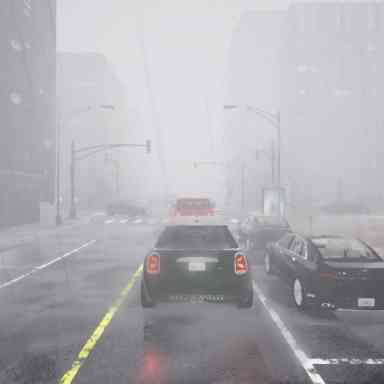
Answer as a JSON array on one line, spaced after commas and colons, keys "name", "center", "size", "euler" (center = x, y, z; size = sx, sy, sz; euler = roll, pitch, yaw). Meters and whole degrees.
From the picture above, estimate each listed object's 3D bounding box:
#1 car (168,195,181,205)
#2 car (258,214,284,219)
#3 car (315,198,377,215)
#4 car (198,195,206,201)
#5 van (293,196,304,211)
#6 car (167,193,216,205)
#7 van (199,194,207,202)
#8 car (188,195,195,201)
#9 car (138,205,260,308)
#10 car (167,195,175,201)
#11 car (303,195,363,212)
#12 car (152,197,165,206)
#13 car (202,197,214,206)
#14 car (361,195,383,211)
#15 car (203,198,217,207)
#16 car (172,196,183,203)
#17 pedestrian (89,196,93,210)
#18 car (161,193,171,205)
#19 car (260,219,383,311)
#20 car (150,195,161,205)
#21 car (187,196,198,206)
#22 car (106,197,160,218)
[{"name": "car", "center": [-3.088, 1.375, 60.590], "size": [2.097, 1.767, 4.553], "euler": [0, 0, 0]}, {"name": "car", "center": [2.826, 1.555, 13.139], "size": [2.008, 1.369, 4.403], "euler": [1, 0, 0]}, {"name": "car", "center": [13.694, 1.413, 29.773], "size": [4.206, 1.307, 1.802], "euler": [0, 0, 0]}, {"name": "car", "center": [2.673, 1.581, 90.329], "size": [1.887, 1.381, 4.507], "euler": [1, 0, 0]}, {"name": "van", "center": [13.752, 1.296, 38.155], "size": [3.998, 1.788, 1.690], "euler": [0, 0, 0]}, {"name": "car", "center": [0.082, 1.227, 17.536], "size": [2.150, 2.045, 5.566], "euler": [0, 0, 0]}, {"name": "van", "center": [2.679, 1.373, 79.188], "size": [1.690, 1.788, 3.998], "euler": [1, 0, 0]}, {"name": "car", "center": [-0.029, 1.561, 90.370], "size": [1.812, 1.442, 4.674], "euler": [0, 0, 0]}, {"name": "car", "center": [0.098, 1.354, 8.065], "size": [2.097, 1.767, 4.553], "euler": [0, 0, 0]}, {"name": "car", "center": [-5.708, 1.603, 90.366], "size": [1.947, 1.339, 4.313], "euler": [1, 0, 0]}, {"name": "car", "center": [14.977, 1.385, 35.553], "size": [5.008, 1.535, 1.882], "euler": [0, -1, 2]}, {"name": "car", "center": [-5.697, 1.566, 56.940], "size": [1.887, 1.381, 4.507], "euler": [1, 0, 0]}, {"name": "car", "center": [2.683, 1.603, 56.902], "size": [1.802, 1.307, 4.206], "euler": [1, 0, 0]}, {"name": "car", "center": [19.279, 1.228, 38.117], "size": [5.009, 1.841, 2.192], "euler": [0, 0, 0]}, {"name": "car", "center": [2.685, 1.585, 51.331], "size": [1.947, 1.339, 4.313], "euler": [1, 0, 0]}, {"name": "car", "center": [-3.022, 1.553, 70.660], "size": [2.128, 1.511, 4.902], "euler": [0, 0, 0]}, {"name": "pedestrian", "center": [-12.542, 1.347, 41.291], "size": [0.375, 1.860, 0.375], "euler": [0, 0, 0]}, {"name": "car", "center": [-3.137, 1.240, 51.021], "size": [2.150, 2.045, 5.566], "euler": [0, 0, 0]}, {"name": "car", "center": [2.828, 1.553, 7.569], "size": [2.008, 1.369, 4.403], "euler": [1, 0, 0]}, {"name": "car", "center": [-5.692, 1.334, 51.369], "size": [2.192, 1.841, 5.009], "euler": [1, 0, 0]}, {"name": "car", "center": [0.077, 1.526, 58.107], "size": [1.837, 1.490, 4.892], "euler": [0, 0, 0]}, {"name": "car", "center": [-5.562, 1.470, 29.406], "size": [4.902, 1.511, 2.128], "euler": [-1, -1, 39]}]
